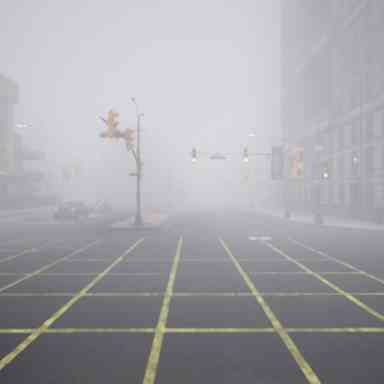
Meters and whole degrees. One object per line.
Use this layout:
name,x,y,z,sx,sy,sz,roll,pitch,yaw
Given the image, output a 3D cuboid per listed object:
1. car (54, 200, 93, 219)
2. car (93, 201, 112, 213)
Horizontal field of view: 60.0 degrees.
car,-11.583,1.665,32.183,2.097,1.767,4.553,0,-1,0
car,-11.539,1.899,42.475,2.128,1.511,4.902,0,-1,0
